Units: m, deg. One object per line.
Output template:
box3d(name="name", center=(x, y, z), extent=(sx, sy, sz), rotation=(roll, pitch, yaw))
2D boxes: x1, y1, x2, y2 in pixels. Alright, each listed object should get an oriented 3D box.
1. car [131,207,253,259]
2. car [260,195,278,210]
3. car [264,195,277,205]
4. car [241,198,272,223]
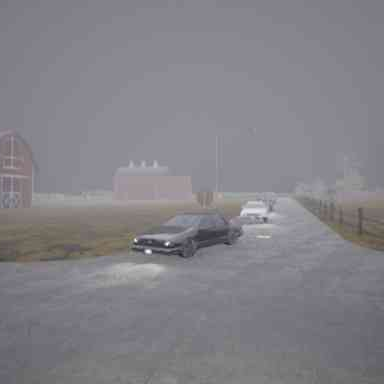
box3d(name="car", center=(0.143, 1.503, 12.864), extent=(2.033, 1.411, 5.357), rotation=(-1, 0, 36))
box3d(name="car", center=(8.235, 1.351, 37.626), extent=(2.128, 1.511, 4.902), rotation=(0, 0, 16))
box3d(name="car", center=(12.902, 1.313, 54.474), extent=(1.837, 1.490, 4.892), rotation=(0, 0, 16))
box3d(name="car", center=(4.727, 1.430, 24.745), extent=(1.812, 1.442, 4.674), rotation=(0, 0, 15))
